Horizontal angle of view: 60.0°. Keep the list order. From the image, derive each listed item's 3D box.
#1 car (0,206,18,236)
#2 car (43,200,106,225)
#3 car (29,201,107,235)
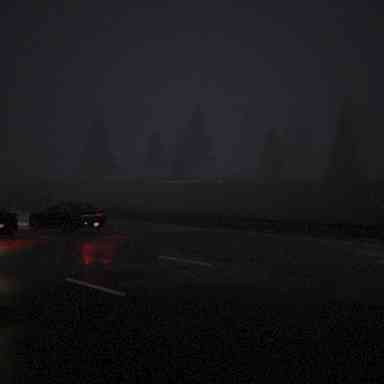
[{"bbox_3d":[-10.074,1.248,15.483,5.008,1.535,1.882,1,1,36],"label":"car"},{"bbox_3d":[-8.043,1.301,22.633,4.181,1.385,1.994,1,1,36],"label":"car"},{"bbox_3d":[-6.525,1.287,17.249,4.902,1.511,2.128,1,1,36],"label":"car"}]
